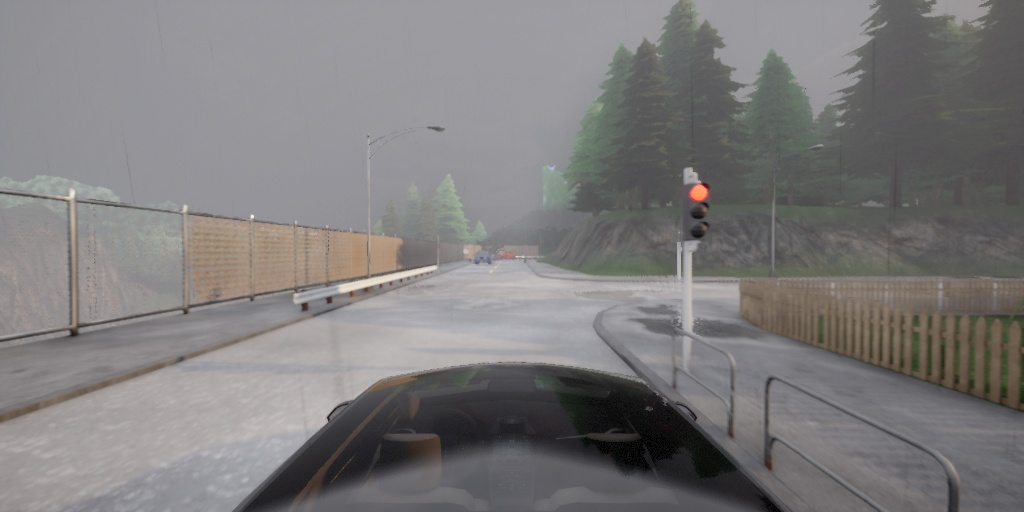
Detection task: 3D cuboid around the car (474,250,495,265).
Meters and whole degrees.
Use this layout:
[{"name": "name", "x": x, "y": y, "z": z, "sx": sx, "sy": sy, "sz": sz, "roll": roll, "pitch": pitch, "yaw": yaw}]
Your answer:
[{"name": "car", "x": -4.056, "y": 0.219, "z": 50.912, "sx": 2.150, "sy": 2.045, "sz": 5.566, "roll": 0, "pitch": 1, "yaw": 0}]
